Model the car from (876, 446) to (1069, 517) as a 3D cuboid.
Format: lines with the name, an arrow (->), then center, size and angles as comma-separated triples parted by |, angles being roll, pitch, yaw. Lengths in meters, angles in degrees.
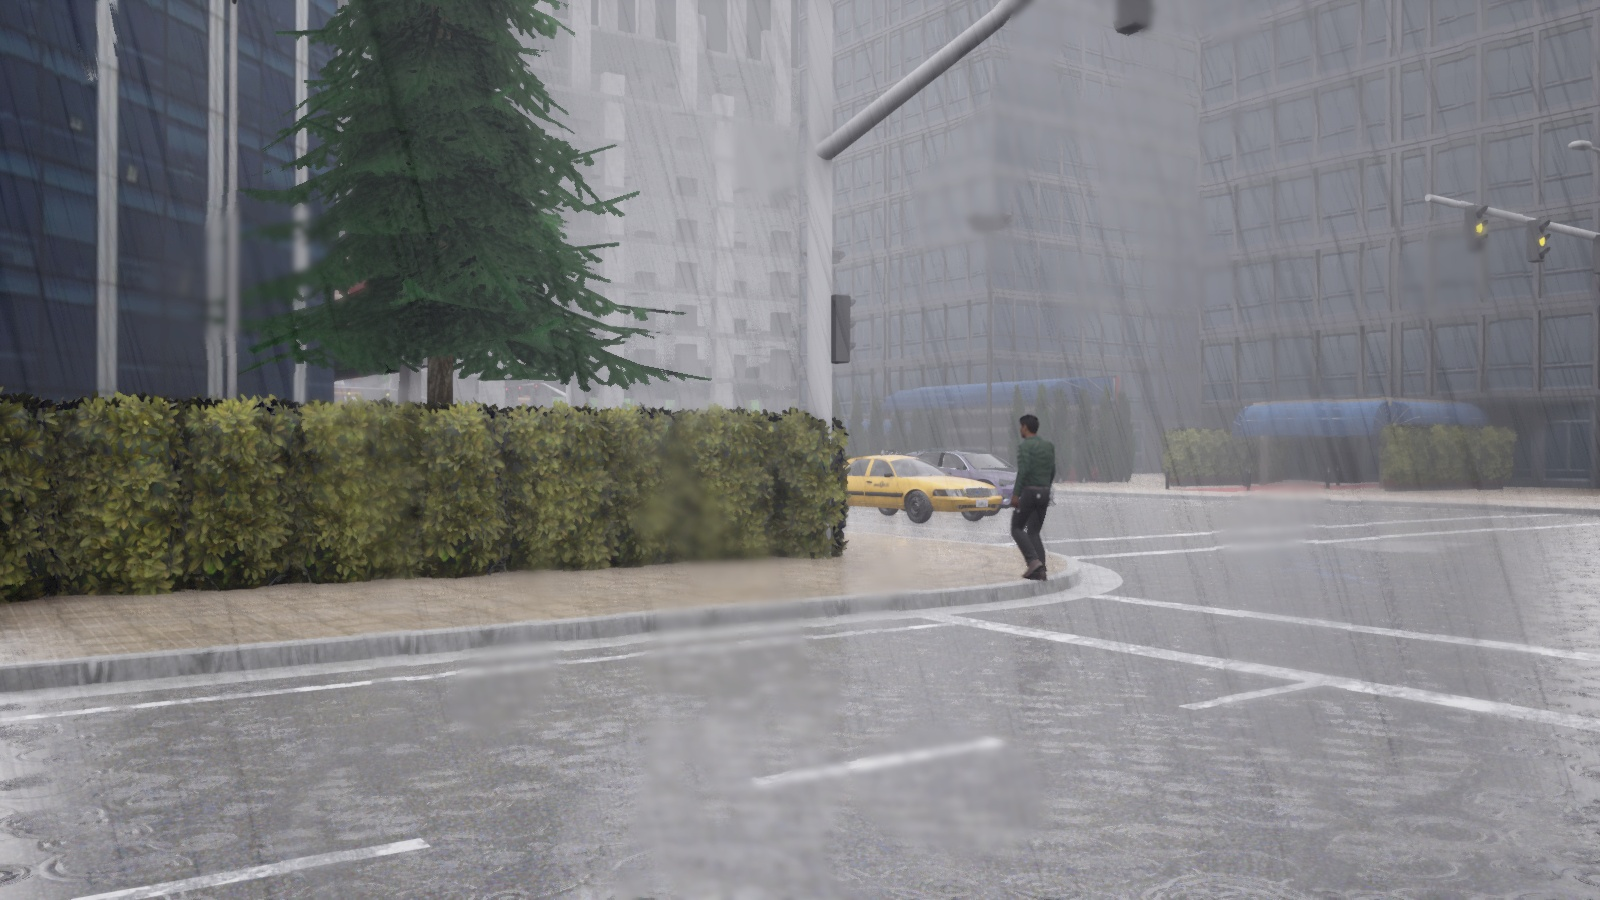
car -> 4.245, 0.743, 31.635 | 2.033, 1.649, 4.856 | 0, 0, -35

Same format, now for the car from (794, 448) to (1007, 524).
car -> 2.141, 0.749, 28.553 | 1.801, 1.575, 5.366 | 0, 0, -35

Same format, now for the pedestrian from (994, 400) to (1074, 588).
pedestrian -> 2.500, 0.458, 13.460 | 0.423, 1.949, 0.788 | 0, 0, -31
